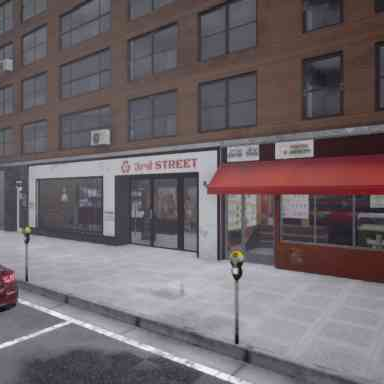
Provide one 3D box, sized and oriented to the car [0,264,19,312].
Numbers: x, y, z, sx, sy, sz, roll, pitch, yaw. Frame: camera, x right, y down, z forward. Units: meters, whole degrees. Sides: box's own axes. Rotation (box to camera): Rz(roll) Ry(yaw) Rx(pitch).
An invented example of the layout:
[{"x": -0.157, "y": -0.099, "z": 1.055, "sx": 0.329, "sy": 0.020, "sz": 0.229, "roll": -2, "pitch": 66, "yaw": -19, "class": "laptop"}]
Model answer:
[{"x": -4.920, "y": 1.584, "z": 6.325, "sx": 4.206, "sy": 1.307, "sz": 1.802, "roll": 0, "pitch": 0, "yaw": 36, "class": "car"}]
